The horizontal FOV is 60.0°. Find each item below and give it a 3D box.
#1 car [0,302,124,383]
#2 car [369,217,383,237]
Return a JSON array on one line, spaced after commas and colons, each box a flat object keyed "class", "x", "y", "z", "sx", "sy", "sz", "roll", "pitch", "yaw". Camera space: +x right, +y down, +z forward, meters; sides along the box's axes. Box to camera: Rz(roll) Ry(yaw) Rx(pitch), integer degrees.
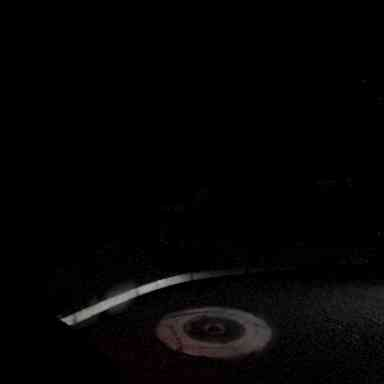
[{"class": "car", "x": -2.834, "y": 1.506, "z": 1.647, "sx": 4.718, "sy": 1.301, "sz": 1.895, "roll": 0, "pitch": 2, "yaw": -44}, {"class": "car", "x": 10.168, "y": 1.328, "z": 14.191, "sx": 2.163, "sy": 1.488, "sz": 4.792, "roll": 0, "pitch": 1, "yaw": -36}]
